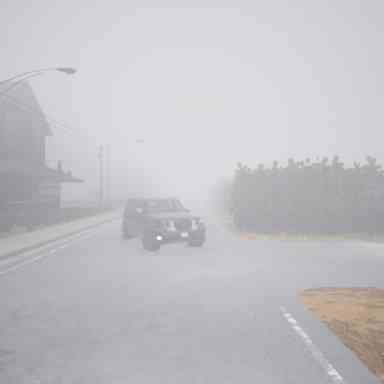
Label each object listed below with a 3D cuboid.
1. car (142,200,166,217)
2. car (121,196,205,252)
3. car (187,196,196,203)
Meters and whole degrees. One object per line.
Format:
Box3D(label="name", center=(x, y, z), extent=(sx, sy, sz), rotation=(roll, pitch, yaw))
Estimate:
Box3D(label="car", center=(-3.556, 1.530, 32.104), extent=(1.812, 1.442, 4.674), rotation=(0, 0, 0))
Box3D(label="car", center=(-1.503, 1.223, 14.571), extent=(2.150, 2.045, 5.566), rotation=(0, 0, -27))
Box3D(label="car", center=(-0.085, 1.522, 72.625), extent=(1.812, 1.442, 4.674), rotation=(0, 0, 0))
